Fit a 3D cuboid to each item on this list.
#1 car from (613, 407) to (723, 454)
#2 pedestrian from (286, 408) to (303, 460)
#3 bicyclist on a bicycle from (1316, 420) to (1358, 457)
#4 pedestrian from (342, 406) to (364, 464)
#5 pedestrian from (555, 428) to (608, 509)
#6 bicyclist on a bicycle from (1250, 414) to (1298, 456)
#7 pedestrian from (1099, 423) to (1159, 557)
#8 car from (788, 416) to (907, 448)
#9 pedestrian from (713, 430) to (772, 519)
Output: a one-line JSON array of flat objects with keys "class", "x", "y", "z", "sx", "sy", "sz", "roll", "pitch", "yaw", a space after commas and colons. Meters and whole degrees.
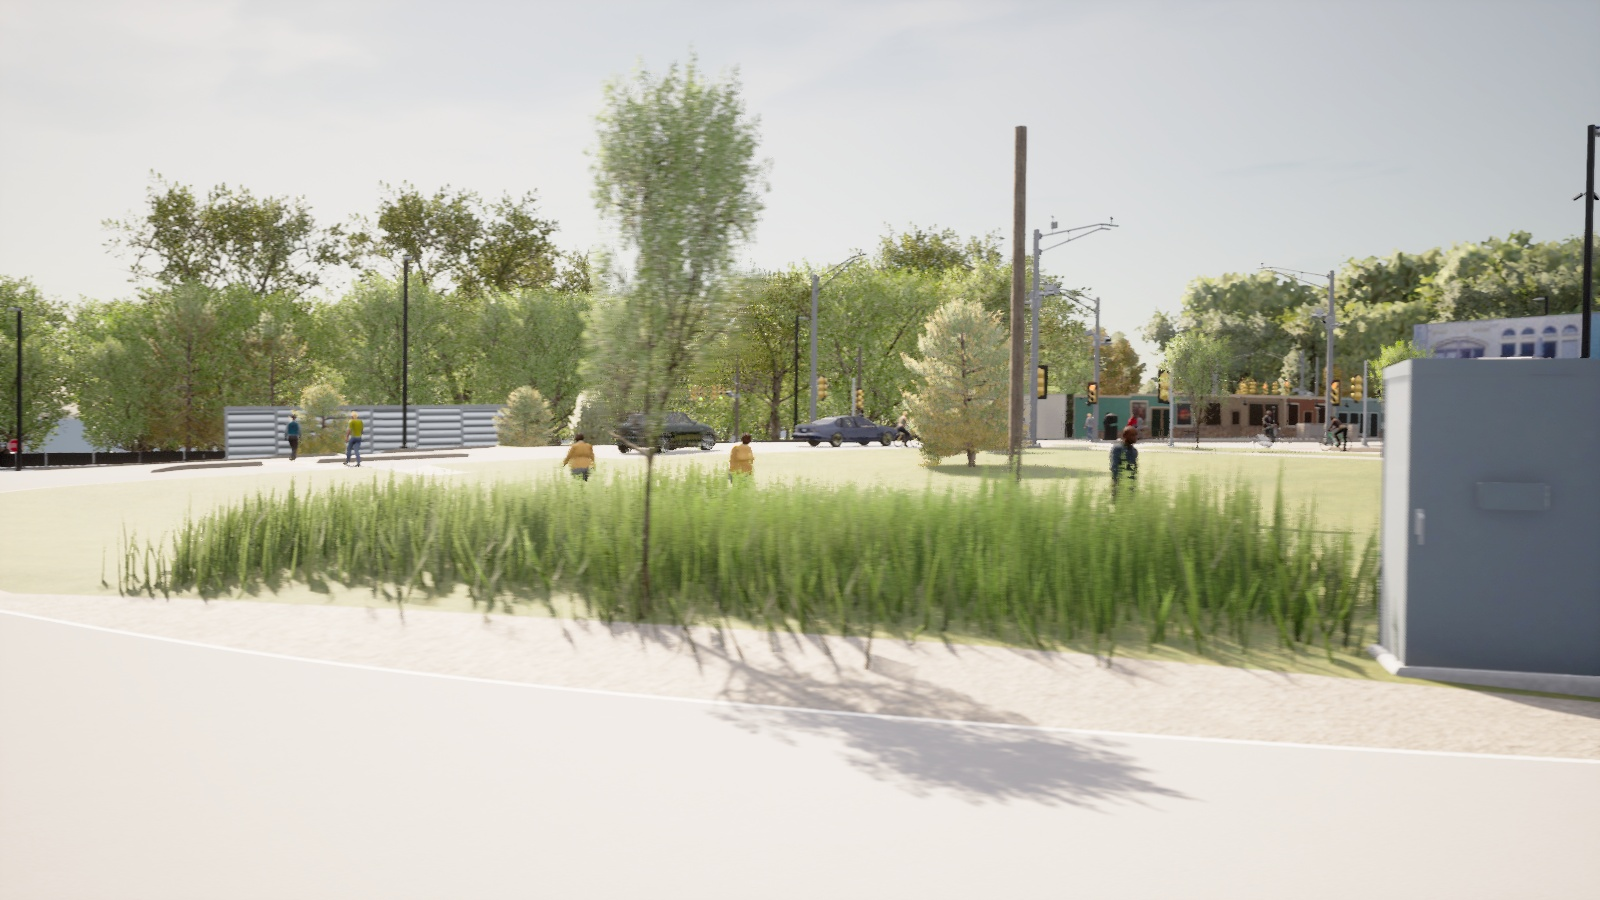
[{"class": "car", "x": -5.266, "y": -0.833, "z": 50.865, "sx": 2.097, "sy": 1.767, "sz": 4.553, "roll": 1, "pitch": 3, "yaw": 31}, {"class": "pedestrian", "x": -18.889, "y": -0.597, "z": 46.929, "sx": 0.396, "sy": 1.930, "sz": 0.692, "roll": 1, "pitch": 1, "yaw": -6}, {"class": "bicyclist on a bicycle", "x": 23.936, "y": -0.533, "z": 56.038, "sx": 0.582, "sy": 1.620, "sz": 1.656, "roll": 1, "pitch": 1, "yaw": -31}, {"class": "pedestrian", "x": -14.384, "y": -0.495, "z": 40.415, "sx": 0.706, "sy": 1.836, "sz": 0.354, "roll": 2, "pitch": 1, "yaw": 42}, {"class": "pedestrian", "x": -5.163, "y": 0.422, "z": 29.627, "sx": 0.874, "sy": 1.855, "sz": 0.900, "roll": 0, "pitch": 1, "yaw": -38}, {"class": "bicyclist on a bicycle", "x": 20.401, "y": -0.652, "z": 54.067, "sx": 0.659, "sy": 1.776, "sz": 1.843, "roll": 1, "pitch": 1, "yaw": -32}, {"class": "pedestrian", "x": 4.620, "y": 0.546, "z": 17.651, "sx": 0.370, "sy": 1.835, "sz": 0.726, "roll": 1, "pitch": 1, "yaw": -28}, {"class": "car", "x": 2.223, "y": -0.846, "z": 57.444, "sx": 5.357, "sy": 1.411, "sz": 2.033, "roll": -1, "pitch": 2, "yaw": -38}, {"class": "pedestrian", "x": -1.238, "y": 0.509, "z": 27.058, "sx": 0.874, "sy": 1.855, "sz": 0.900, "roll": 0, "pitch": 1, "yaw": -38}]
